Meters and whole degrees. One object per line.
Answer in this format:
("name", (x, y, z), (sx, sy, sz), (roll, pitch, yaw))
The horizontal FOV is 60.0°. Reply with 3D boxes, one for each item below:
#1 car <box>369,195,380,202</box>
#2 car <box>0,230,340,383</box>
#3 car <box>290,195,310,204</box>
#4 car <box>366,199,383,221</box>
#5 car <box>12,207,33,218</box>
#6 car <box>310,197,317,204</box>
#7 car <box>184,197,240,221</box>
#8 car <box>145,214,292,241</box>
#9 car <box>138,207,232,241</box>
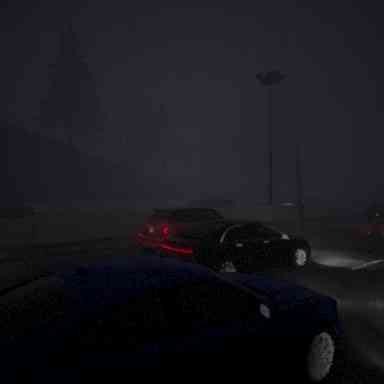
("car", (41.022, 1.356, 74.653), (1.812, 1.442, 4.674), (0, 0, 32))
("car", (-0.365, 1.478, 3.603), (5.008, 1.535, 1.882), (0, 0, -36))
("car", (20.624, 1.413, 63.158), (2.128, 1.511, 4.902), (0, 0, 38))
("car", (15.088, 1.431, 25.594), (4.902, 1.511, 2.128), (0, 0, -43))
("car", (-15.609, 1.588, 27.350), (5.357, 1.411, 2.033), (0, 0, -37))
("car", (19.547, 1.440, 50.824), (1.812, 1.442, 4.674), (0, 0, 41))
("car", (1.719, 1.334, 27.898), (4.553, 1.767, 2.097), (0, 0, -41))
("car", (1.367, 1.497, 9.287), (4.892, 1.490, 1.837), (0, 0, -38))
("car", (0.269, 1.346, 12.869), (4.553, 1.767, 2.097), (0, 0, -38))
